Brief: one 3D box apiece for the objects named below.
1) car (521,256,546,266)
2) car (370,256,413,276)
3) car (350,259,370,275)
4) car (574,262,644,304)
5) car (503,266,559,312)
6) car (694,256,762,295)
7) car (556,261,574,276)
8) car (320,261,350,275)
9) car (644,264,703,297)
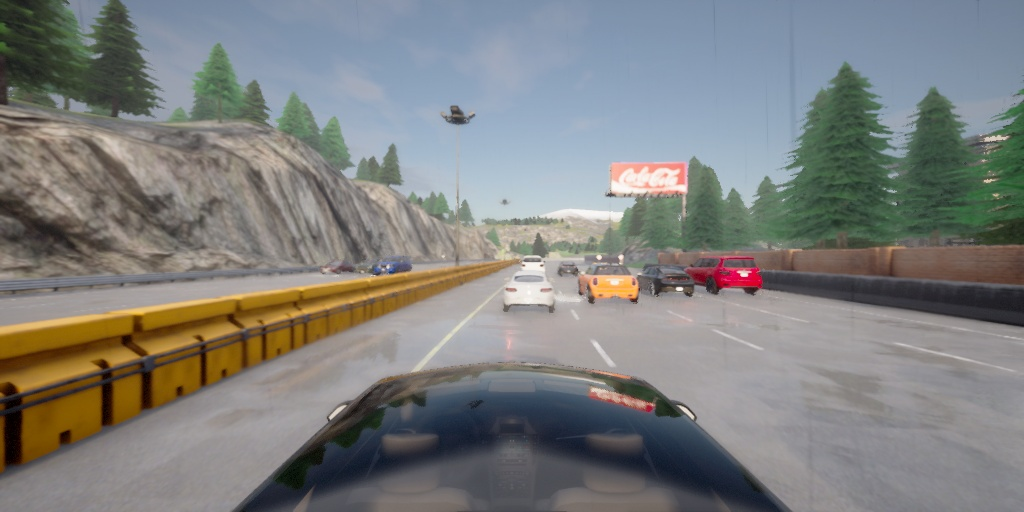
[{"bbox_3d":[1.999,1.000,34.110,2.150,2.045,5.566,0,0,4],"label":"car"},{"bbox_3d":[-11.991,0.964,36.744,2.150,2.045,5.566,0,0,4],"label":"car"},{"bbox_3d":[-15.302,1.084,39.297,2.097,1.767,4.553,0,0,4],"label":"car"},{"bbox_3d":[4.356,1.124,16.865,2.097,1.767,4.553,0,0,4],"label":"car"},{"bbox_3d":[0.684,1.286,14.221,1.812,1.442,4.674,0,0,3],"label":"car"},{"bbox_3d":[11.579,1.017,20.262,2.150,2.045,5.566,0,0,4],"label":"car"},{"bbox_3d":[5.707,1.282,37.064,2.128,1.511,4.902,0,0,4],"label":"car"},{"bbox_3d":[-18.840,1.249,38.950,1.812,1.442,4.674,0,0,4],"label":"car"},{"bbox_3d":[8.011,1.290,19.214,1.837,1.490,4.892,0,0,4],"label":"car"}]
